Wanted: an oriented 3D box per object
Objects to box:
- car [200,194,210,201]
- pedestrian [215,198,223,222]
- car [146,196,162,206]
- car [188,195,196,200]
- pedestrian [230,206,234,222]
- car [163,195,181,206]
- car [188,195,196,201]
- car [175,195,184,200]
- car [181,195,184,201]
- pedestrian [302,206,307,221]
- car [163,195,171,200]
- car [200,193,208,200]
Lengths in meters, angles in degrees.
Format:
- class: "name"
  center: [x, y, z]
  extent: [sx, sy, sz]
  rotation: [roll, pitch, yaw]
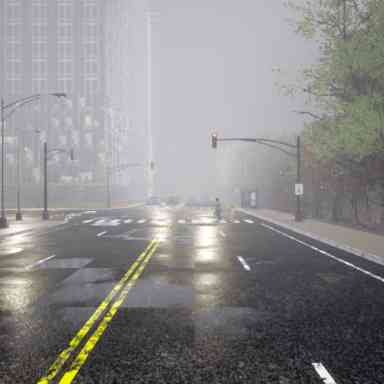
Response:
- class: "car"
  center: [3.296, 1.322, 82.777]
  extent: [2.097, 1.767, 4.553]
  rotation: [0, 0, 0]
- class: "pedestrian"
  center: [1.969, 1.288, 24.871]
  extent: [0.375, 1.860, 0.375]
  rotation: [0, 0, 0]
- class: "car"
  center: [-6.557, 1.505, 56.043]
  extent: [1.812, 1.442, 4.674]
  rotation: [0, 0, 0]
- class: "car"
  center: [0.051, 1.487, 92.840]
  extent: [2.033, 1.411, 5.357]
  rotation: [0, 0, 0]
- class: "pedestrian"
  center: [2.991, 1.566, 24.272]
  extent: [0.375, 1.300, 0.375]
  rotation: [0, 0, 0]
- class: "car"
  center: [-3.305, 1.457, 56.274]
  extent: [1.882, 1.535, 5.008]
  rotation: [0, 0, 0]
- class: "car"
  center: [0.046, 1.519, 82.809]
  extent: [1.994, 1.385, 4.181]
  rotation: [0, 0, 0]
- class: "car"
  center: [-3.203, 1.434, 86.346]
  extent: [1.994, 1.385, 4.181]
  rotation: [0, 0, 0]
- class: "car"
  center: [-3.212, 1.569, 71.540]
  extent: [1.895, 1.301, 4.718]
  rotation: [0, 0, 0]
- class: "pedestrian"
  center: [8.046, 1.513, 23.669]
  extent: [0.500, 1.100, 0.500]
  rotation: [0, 0, 0]
- class: "car"
  center: [-6.453, 1.477, 86.321]
  extent: [1.895, 1.301, 4.718]
  rotation: [0, 0, 0]
- class: "car"
  center: [3.301, 1.302, 92.808]
  extent: [2.097, 1.767, 4.553]
  rotation: [0, 0, 0]
